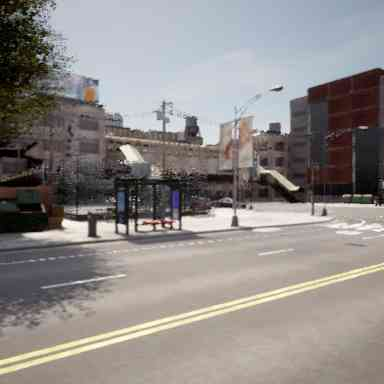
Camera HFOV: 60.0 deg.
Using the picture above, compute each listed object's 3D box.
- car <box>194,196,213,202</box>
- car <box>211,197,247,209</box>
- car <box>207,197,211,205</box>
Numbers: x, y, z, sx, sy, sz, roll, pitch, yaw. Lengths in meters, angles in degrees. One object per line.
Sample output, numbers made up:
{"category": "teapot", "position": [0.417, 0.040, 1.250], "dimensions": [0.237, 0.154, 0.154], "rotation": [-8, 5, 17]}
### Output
{"category": "car", "position": [2.622, 1.695, 77.870], "dimensions": [1.895, 1.301, 4.718], "rotation": [0, 0, -35]}
{"category": "car", "position": [5.295, 1.544, 45.045], "dimensions": [2.097, 1.535, 5.008], "rotation": [0, 0, -35]}
{"category": "car", "position": [1.498, 1.419, 50.230], "dimensions": [2.185, 1.767, 4.553], "rotation": [0, 0, -35]}
